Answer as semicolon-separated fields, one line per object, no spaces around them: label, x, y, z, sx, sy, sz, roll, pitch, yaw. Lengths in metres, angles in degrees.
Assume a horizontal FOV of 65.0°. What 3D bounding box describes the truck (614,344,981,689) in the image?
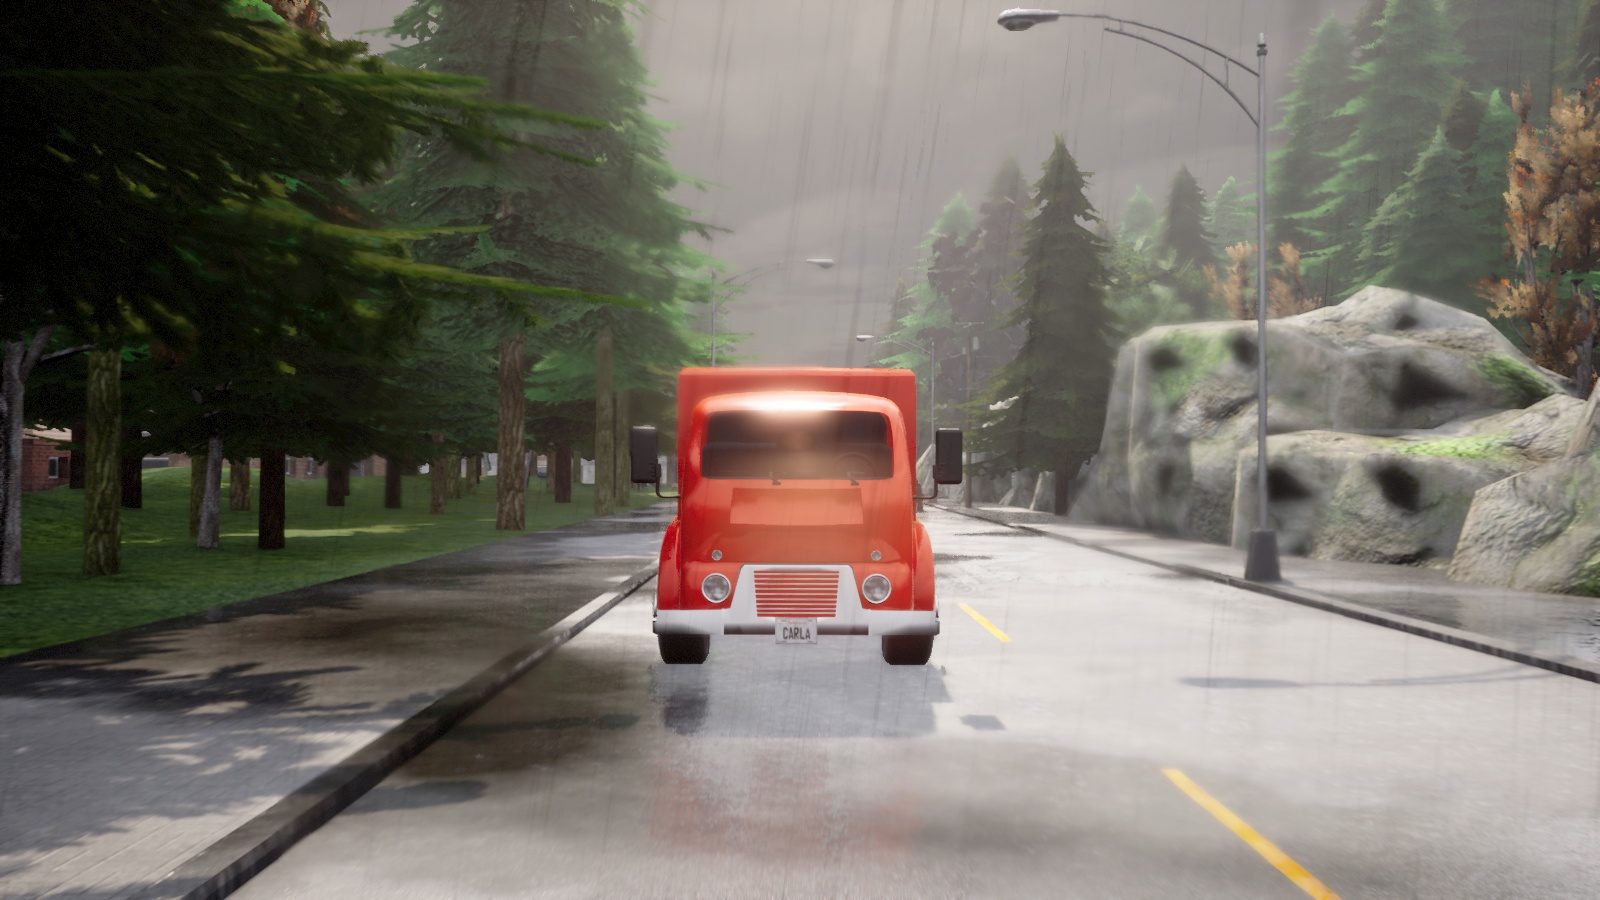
truck;-0.029;0.524;11.632;2.627;2.467;5.204;0;-1;0

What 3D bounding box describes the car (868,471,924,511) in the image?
car;3.879;1.635;51.268;1.882;1.535;5.008;0;-1;0
